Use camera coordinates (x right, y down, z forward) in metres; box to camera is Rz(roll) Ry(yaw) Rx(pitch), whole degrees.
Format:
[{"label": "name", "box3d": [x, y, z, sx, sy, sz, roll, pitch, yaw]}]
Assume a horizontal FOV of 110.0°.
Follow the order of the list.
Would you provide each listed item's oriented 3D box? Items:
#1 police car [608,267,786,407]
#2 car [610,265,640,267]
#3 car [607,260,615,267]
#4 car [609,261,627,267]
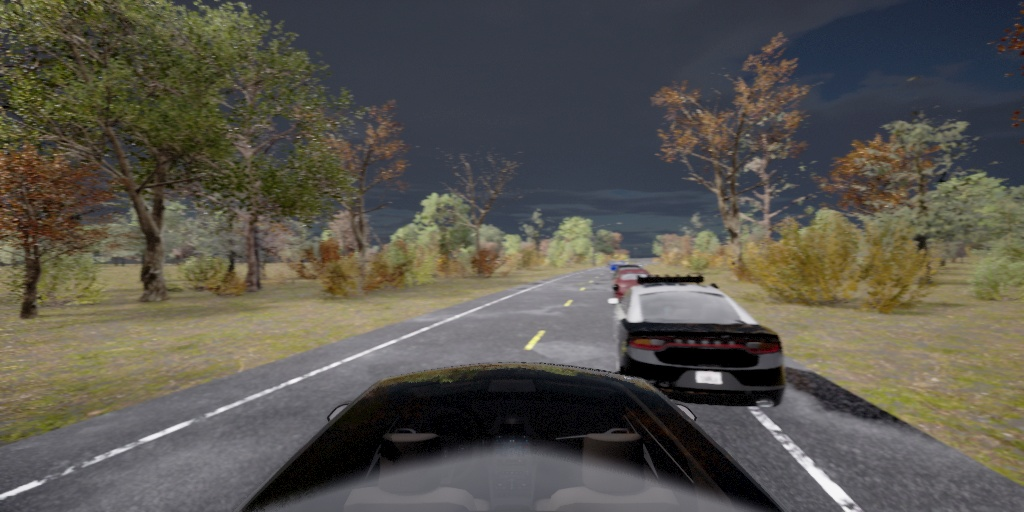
[{"label": "police car", "box3d": [2.827, 1.150, 6.475, 1.930, 1.638, 5.238, -2, -1, 15]}, {"label": "car", "box3d": [5.409, 1.284, 15.975, 1.812, 1.442, 4.674, -2, -1, 16]}, {"label": "car", "box3d": [13.807, 1.410, 46.587, 1.882, 1.535, 5.008, -2, -1, 19]}, {"label": "car", "box3d": [7.047, 1.285, 21.720, 1.837, 1.490, 4.892, -2, -1, 16]}]
